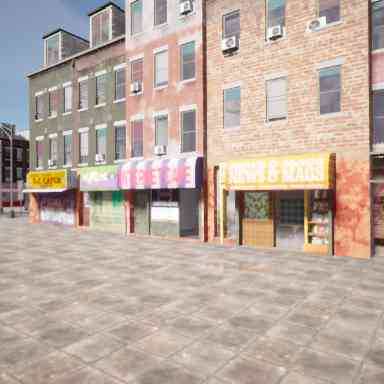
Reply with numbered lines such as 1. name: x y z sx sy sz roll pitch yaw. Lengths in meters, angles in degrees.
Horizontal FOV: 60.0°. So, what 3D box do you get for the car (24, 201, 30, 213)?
1. car: -14.782 1.213 35.399 2.150 2.045 5.566 -1 0 36
